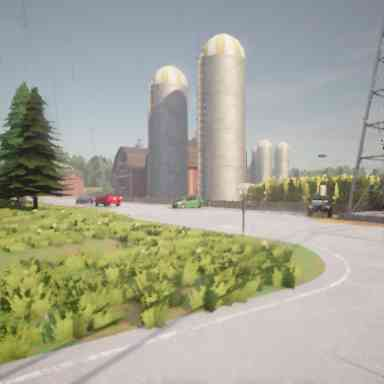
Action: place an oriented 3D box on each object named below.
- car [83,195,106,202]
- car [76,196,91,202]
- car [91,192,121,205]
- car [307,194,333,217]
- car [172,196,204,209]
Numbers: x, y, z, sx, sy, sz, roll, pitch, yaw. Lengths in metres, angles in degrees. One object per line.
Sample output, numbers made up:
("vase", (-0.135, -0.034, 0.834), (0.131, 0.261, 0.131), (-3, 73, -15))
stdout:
("car", (-19.846, 1.344, 67.834), (4.181, 1.381, 1.994), (0, 0, -36))
("car", (-17.766, 1.336, 55.157), (1.812, 1.442, 4.674), (0, 0, -35))
("car", (-11.822, 1.032, 46.736), (2.150, 2.045, 5.566), (0, 0, -35))
("car", (11.047, 1.146, 28.601), (1.905, 1.878, 3.866), (0, 0, 24))
("car", (-0.536, 1.277, 41.059), (3.988, 1.617, 1.851), (0, 0, -36))
